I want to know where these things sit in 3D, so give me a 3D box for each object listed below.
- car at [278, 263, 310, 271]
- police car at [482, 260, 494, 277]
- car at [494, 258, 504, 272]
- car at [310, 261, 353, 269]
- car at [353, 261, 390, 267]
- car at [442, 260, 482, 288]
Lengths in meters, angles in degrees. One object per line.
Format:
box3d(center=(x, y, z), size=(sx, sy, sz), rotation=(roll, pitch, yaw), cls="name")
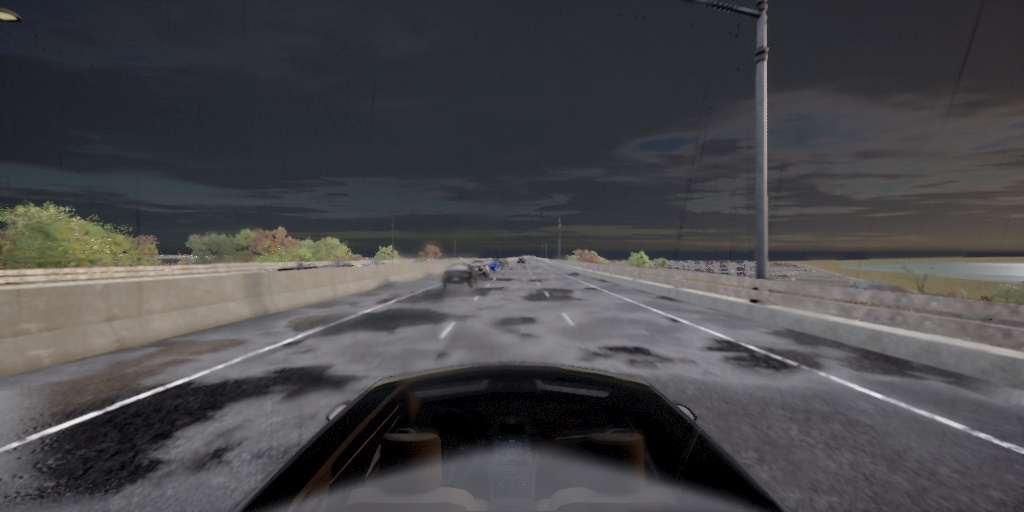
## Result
box3d(center=(-20.748, 1.325, 35.364), size=(1.895, 1.301, 4.718), rotation=(0, 0, 1), cls="car")
box3d(center=(-3.183, 1.260, 35.081), size=(2.038, 1.542, 4.974), rotation=(0, 0, 1), cls="police car")
box3d(center=(-2.734, 1.245, 46.564), size=(1.882, 1.535, 5.008), rotation=(0, 0, 8), cls="car")
box3d(center=(-17.243, 1.221, 35.460), size=(2.128, 1.511, 4.902), rotation=(0, 0, 1), cls="car")
box3d(center=(-13.715, 1.229, 36.377), size=(2.128, 1.511, 4.902), rotation=(0, 0, 2), cls="car")
box3d(center=(-3.359, 1.226, 24.115), size=(1.882, 1.535, 5.008), rotation=(0, 0, 1), cls="car")
